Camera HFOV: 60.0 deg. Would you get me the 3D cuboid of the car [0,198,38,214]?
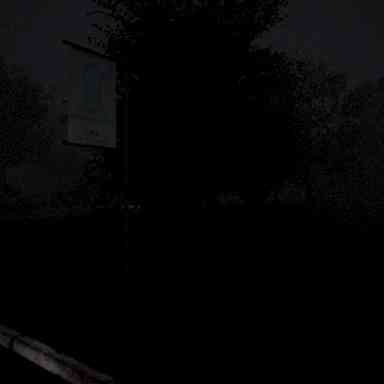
[{"bbox_3d":[-19.140,1.598,35.421,1.895,1.301,4.718,0,0,39],"label":"car"}]
